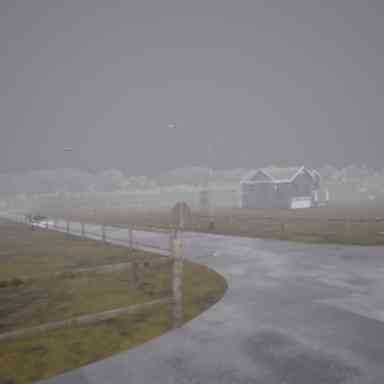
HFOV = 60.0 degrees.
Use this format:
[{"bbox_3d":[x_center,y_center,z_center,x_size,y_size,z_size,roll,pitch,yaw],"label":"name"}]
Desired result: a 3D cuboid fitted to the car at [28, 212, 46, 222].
[{"bbox_3d":[-22.059,3.517,47.478,1.895,1.301,4.718,-2,-1,-35],"label":"car"}]
